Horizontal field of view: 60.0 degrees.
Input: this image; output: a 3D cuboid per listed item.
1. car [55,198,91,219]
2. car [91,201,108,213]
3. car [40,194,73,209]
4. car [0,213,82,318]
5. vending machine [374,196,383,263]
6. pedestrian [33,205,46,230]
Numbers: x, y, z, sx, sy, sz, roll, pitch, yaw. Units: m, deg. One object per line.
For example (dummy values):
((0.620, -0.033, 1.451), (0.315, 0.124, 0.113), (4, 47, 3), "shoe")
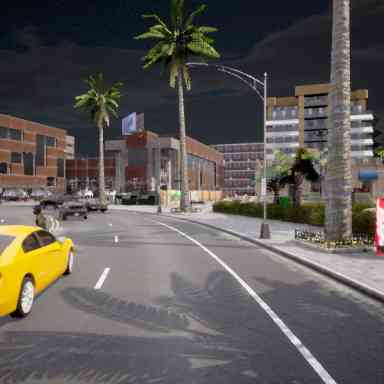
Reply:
((-10.244, 1.505, 28.408), (1.837, 1.490, 4.892), (1, 0, -28), "car")
((-10.800, 1.601, 35.630), (1.895, 1.301, 4.718), (0, 0, -37), "car")
((-17.568, 1.221, 43.373), (5.566, 2.045, 2.150), (0, 0, 38), "car")
((-4.047, 1.478, 7.359), (1.882, 1.535, 5.008), (0, 0, -6), "car")
((6.625, 1.195, 10.664), (1.100, 2.100, 0.880), (0, 0, -8), "vending machine")
((-4.708, 1.294, 10.266), (0.375, 1.860, 0.375), (0, 0, -9), "pedestrian")
